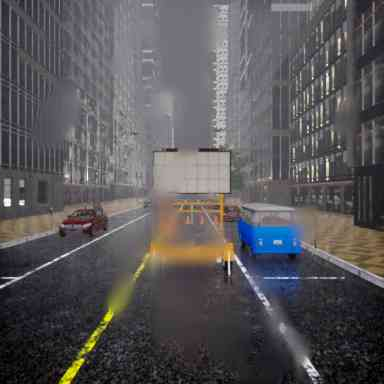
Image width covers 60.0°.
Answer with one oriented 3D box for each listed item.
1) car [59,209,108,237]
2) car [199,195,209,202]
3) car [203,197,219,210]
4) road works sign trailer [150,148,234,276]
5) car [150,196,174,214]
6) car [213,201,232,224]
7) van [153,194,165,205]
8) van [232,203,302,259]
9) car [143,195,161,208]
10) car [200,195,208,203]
[{"bbox_3d":[-5.695,1.578,17.962,1.802,1.307,4.206,0,0,0],"label":"car"},{"bbox_3d":[2.676,1.387,74.885,1.967,1.590,4.097,0,0,0],"label":"car"},{"bbox_3d":[2.682,1.573,40.731,1.802,1.307,4.206,0,0,0],"label":"car"},{"bbox_3d":[-0.002,0.462,10.287,2.380,3.560,2.880,0,0,0],"label":"road works sign trailer"},{"bbox_3d":[-3.008,1.470,35.440,1.882,1.535,5.008,0,0,0],"label":"car"},{"bbox_3d":[2.685,1.577,23.653,1.802,1.307,4.206,0,0,0],"label":"car"},{"bbox_3d":[-5.701,1.318,57.810,1.690,1.788,3.998,0,0,0],"label":"van"},{"bbox_3d":[2.687,1.339,12.269,1.690,1.788,3.998,0,0,0],"label":"van"},{"bbox_3d":[-5.700,1.539,46.425,2.008,1.369,4.403,0,0,0],"label":"car"},{"bbox_3d":[2.680,1.534,52.116,2.008,1.369,4.403,0,0,0],"label":"car"}]
